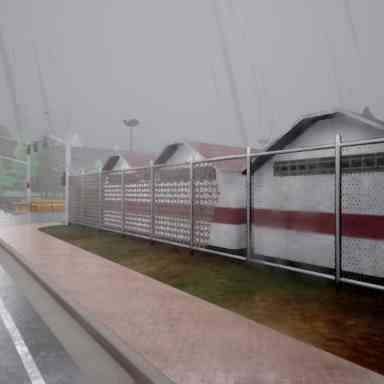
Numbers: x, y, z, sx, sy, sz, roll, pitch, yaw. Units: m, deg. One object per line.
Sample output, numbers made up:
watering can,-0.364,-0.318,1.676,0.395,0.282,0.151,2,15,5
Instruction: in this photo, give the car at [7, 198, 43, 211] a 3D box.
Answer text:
car,-19.619,1.476,40.370,5.008,1.535,1.882,0,0,-38
